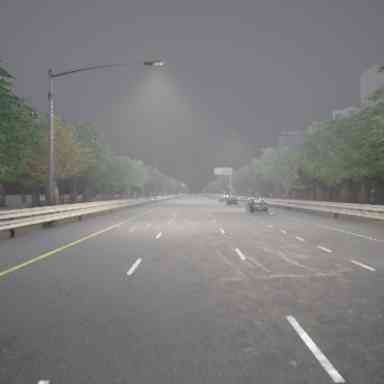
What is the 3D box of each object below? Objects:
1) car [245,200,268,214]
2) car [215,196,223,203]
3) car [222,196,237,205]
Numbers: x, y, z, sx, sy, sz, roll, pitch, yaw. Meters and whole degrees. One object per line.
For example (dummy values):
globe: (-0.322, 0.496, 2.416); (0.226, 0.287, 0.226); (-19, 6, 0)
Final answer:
car: (7.084, 1.571, 36.654); (2.128, 1.511, 4.902); (0, 0, 0)
car: (7.358, 1.740, 78.697); (2.128, 1.511, 4.902); (0, 0, 1)
car: (7.224, 1.670, 61.587); (1.837, 1.490, 4.892); (0, 0, 0)
